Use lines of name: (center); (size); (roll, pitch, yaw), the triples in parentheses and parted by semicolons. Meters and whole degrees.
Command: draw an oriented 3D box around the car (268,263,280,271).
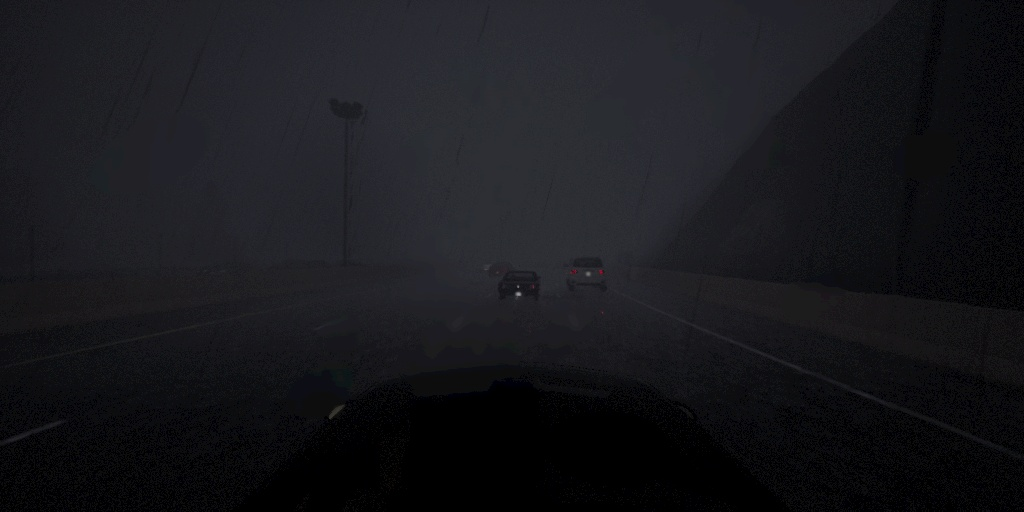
car: (-21.848, 1.082, 35.807); (1.837, 1.490, 4.892); (0, -1, 9)

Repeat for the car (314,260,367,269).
car: (-15.216, 1.135, 32.871); (2.128, 1.511, 4.902); (1, 0, 9)

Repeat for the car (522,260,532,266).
car: (3.230, 1.379, 64.210); (1.882, 1.535, 5.008); (0, 0, 19)

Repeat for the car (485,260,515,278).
car: (-0.821, 1.278, 33.919); (1.882, 1.535, 5.008); (0, 0, 10)

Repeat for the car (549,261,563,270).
car: (7.865, 1.486, 56.935); (2.033, 1.411, 5.357); (1, 0, 19)

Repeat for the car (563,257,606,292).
car: (4.566, 1.061, 22.606); (2.150, 2.045, 5.566); (0, 0, 7)

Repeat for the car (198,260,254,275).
car: (-25.868, 1.090, 32.583); (1.994, 1.385, 4.181); (1, 0, 9)

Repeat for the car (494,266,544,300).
car: (0.504, 1.387, 18.053); (1.895, 1.301, 4.718); (1, 0, 5)

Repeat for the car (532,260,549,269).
car: (5.233, 1.516, 59.930); (1.895, 1.301, 4.718); (1, 0, 18)

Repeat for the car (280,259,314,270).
car: (-18.671, 1.112, 33.440); (1.837, 1.490, 4.892); (1, -1, 9)

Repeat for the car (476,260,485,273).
car: (-2.538, 1.325, 43.298); (1.812, 1.442, 4.674); (0, 0, 13)
